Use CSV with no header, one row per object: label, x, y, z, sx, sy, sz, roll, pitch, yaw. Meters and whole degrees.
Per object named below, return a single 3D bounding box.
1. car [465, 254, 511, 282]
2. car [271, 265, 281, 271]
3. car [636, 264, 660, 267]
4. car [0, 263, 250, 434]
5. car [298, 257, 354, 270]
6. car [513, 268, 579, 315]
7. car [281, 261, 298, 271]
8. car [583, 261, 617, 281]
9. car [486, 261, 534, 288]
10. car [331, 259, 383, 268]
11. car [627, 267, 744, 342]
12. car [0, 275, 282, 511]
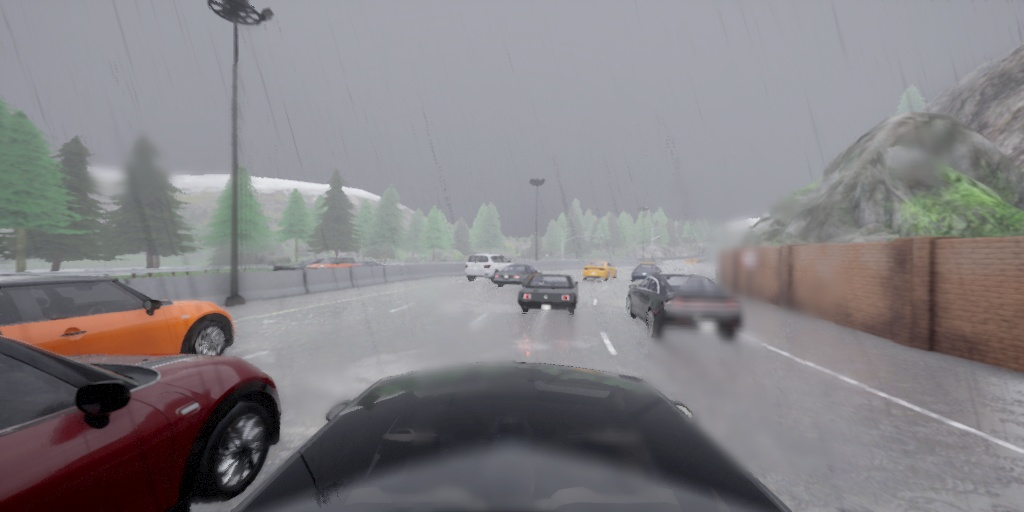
car,-1.492,0.868,27.105,2.150,2.045,5.566,0,0,22
car,-20.884,1.105,35.391,1.895,1.301,4.718,0,0,23
car,10.655,1.277,28.154,1.994,1.385,4.181,0,0,27
car,-6.574,1.051,5.184,2.097,1.767,4.553,0,0,3
car,-15.239,0.907,30.577,2.097,1.767,4.553,0,0,22
car,1.532,1.316,13.453,1.895,1.301,4.718,0,0,12
car,-18.031,1.035,33.061,1.837,1.490,4.892,0,0,22
car,7.217,1.162,29.121,1.882,1.535,5.008,1,0,27
car,0.529,1.223,22.750,2.033,1.411,5.357,0,0,20
car,-12.058,1.142,29.164,1.994,1.385,4.181,0,0,21
car,4.426,1.237,9.853,2.128,1.511,4.902,0,0,8
car,-3.240,1.083,1.556,2.097,1.767,4.553,0,0,0
